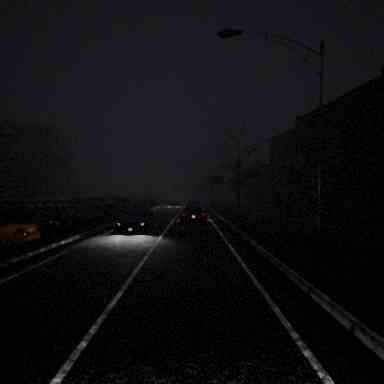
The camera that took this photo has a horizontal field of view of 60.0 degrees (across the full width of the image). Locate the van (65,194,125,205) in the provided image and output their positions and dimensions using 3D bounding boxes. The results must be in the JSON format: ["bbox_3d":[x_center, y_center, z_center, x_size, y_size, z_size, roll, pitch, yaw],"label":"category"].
[{"bbox_3d":[-8.777,1.437,30.289,4.442,1.987,1.878,0,0,0],"label":"van"}]

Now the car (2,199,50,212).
[{"bbox_3d":[-21.803,1.759,43.891,5.366,1.575,1.946,0,0,0],"label":"car"}]

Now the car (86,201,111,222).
[{"bbox_3d":[-8.858,1.652,24.681,4.792,1.488,2.163,0,0,0],"label":"car"}]

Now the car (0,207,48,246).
[{"bbox_3d":[-9.060,1.538,13.468,5.366,1.575,1.946,0,0,0],"label":"car"}]

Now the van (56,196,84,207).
[{"bbox_3d":[-22.123,1.657,60.545,4.442,1.987,1.878,0,0,0],"label":"van"}]

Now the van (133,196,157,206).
[{"bbox_3d":[-9.047,1.680,63.925,4.442,1.987,1.878,0,0,0],"label":"van"}]

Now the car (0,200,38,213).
[{"bbox_3d":[-21.991,1.743,41.114,4.892,1.521,2.231,0,0,0],"label":"car"}]

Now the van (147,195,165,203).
[{"bbox_3d":[-9.069,1.721,83.558,4.442,1.987,1.878,0,0,0],"label":"van"}]

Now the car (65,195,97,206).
[{"bbox_3d":[-21.984,1.666,66.098,5.566,2.045,2.435,0,0,0],"label":"car"}]

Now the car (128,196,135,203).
[{"bbox_3d":[-8.868,1.577,35.894,4.553,1.767,2.185,0,0,0],"label":"car"}]

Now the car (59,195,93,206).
[{"bbox_3d":[-22.038,1.651,63.322,5.566,2.045,2.435,0,0,0],"label":"car"}]

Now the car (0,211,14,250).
[{"bbox_3d":[-8.866,1.522,10.668,5.008,1.535,2.097,0,0,0],"label":"car"}]

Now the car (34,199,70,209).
[{"bbox_3d":[-21.968,1.852,52.218,4.792,1.488,2.163,0,0,0],"label":"car"}]

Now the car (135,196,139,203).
[{"bbox_3d":[-8.871,1.598,38.698,4.553,1.767,2.185,0,0,0],"label":"car"}]

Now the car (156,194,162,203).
[{"bbox_3d":[-8.899,1.634,61.125,5.566,2.045,2.435,0,0,0],"label":"car"}]

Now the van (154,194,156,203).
[{"bbox_3d":[-9.041,1.639,58.321,4.442,1.987,1.878,0,0,0],"label":"van"}]

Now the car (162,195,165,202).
[{"bbox_3d":[-8.969,1.972,72.343,4.792,1.488,2.163,0,0,0],"label":"car"}]

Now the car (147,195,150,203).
[{"bbox_3d":[-8.880,1.513,44.305,5.566,2.045,2.435,0,0,0],"label":"car"}]

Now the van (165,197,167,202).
[{"bbox_3d":[-8.829,1.723,77.948,4.442,1.987,1.878,0,0,0],"label":"van"}]

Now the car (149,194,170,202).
[{"bbox_3d":[-8.933,1.690,91.968,5.566,2.045,2.435,0,0,0],"label":"car"}]

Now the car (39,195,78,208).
[{"bbox_3d":[-22.029,1.591,54.995,5.566,2.045,2.435,0,0,0],"label":"car"}]

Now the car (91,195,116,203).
[{"bbox_3d":[-22.002,1.697,82.756,5.566,2.045,2.435,0,0,0],"label":"car"}]

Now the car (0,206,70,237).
[{"bbox_3d":[-8.907,1.591,16.271,4.792,1.488,2.163,0,0,0],"label":"car"}]

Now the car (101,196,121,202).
[{"bbox_3d":[-22.046,1.944,91.084,4.892,1.521,2.231,0,0,0],"label":"car"}]

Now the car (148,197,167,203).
[{"bbox_3d":[-8.958,1.985,86.361,4.674,1.452,2.002,0,0,0],"label":"car"}]

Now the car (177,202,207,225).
[{"bbox_3d":[0.107,1.717,25.279,1.994,1.385,4.181,0,0,0],"label":"car"}]

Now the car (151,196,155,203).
[{"bbox_3d":[-8.912,1.826,52.712,4.892,1.521,2.231,0,0,0],"label":"car"}]

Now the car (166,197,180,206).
[{"bbox_3d":[-3.265,1.913,61.780,1.812,1.442,4.674,0,0,1],"label":"car"}]

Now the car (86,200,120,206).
[{"bbox_3d":[-8.885,1.642,27.484,5.008,1.535,2.097,0,0,0],"label":"car"}]

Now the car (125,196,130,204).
[{"bbox_3d":[-8.927,1.557,33.091,4.553,1.767,2.185,0,0,0],"label":"car"}]

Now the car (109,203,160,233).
[{"bbox_3d":[-3.344,1.668,20.680,2.033,1.411,5.357,0,0,0],"label":"car"}]

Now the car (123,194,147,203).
[{"bbox_3d":[-8.877,1.492,41.502,5.566,2.045,2.435,0,0,0],"label":"car"}]

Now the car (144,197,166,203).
[{"bbox_3d":[-8.944,1.948,80.755,5.008,1.535,2.097,0,0,0],"label":"car"}]

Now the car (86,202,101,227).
[{"bbox_3d":[-8.855,1.631,21.877,4.792,1.488,2.163,0,0,0],"label":"car"}]

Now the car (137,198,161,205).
[{"bbox_3d":[-8.934,1.973,69.535,4.674,1.452,2.002,0,0,0],"label":"car"}]

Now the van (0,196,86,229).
[{"bbox_3d":[-8.764,1.356,19.076,4.442,1.987,1.878,0,0,0],"label":"van"}]

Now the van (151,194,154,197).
[{"bbox_3d":[-9.038,1.619,55.518,4.442,1.987,1.878,0,0,0],"label":"van"}]
